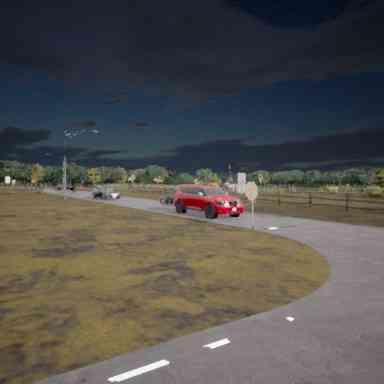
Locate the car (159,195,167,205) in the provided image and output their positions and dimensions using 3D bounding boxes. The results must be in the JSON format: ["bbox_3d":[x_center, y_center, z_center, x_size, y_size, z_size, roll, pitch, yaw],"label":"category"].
[{"bbox_3d":[-0.817,0.574,29.389,2.033,1.411,5.357,-1,3,-37],"label":"car"}]

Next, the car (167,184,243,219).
[{"bbox_3d":[0.921,0.554,22.115,2.150,2.045,5.566,-1,3,-36],"label":"car"}]

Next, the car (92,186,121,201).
[{"bbox_3d":[-9.412,0.111,36.377,2.128,1.511,4.902,-1,3,-36],"label":"car"}]

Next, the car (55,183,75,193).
[{"bbox_3d":[-18.971,-0.624,49.715,1.895,1.301,4.718,-1,3,-36],"label":"car"}]
